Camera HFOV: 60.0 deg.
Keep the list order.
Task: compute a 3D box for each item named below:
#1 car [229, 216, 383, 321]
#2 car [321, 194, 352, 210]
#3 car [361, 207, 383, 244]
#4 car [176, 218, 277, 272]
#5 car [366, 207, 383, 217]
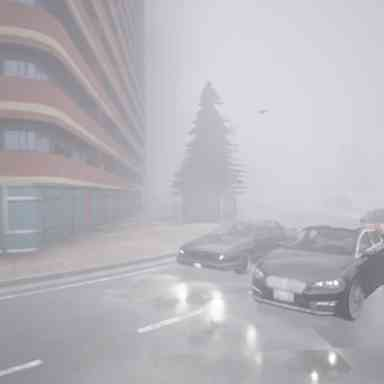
[{"bbox_3d":[3.198,1.519,7.534,2.128,1.511,4.902,-1,-1,42],"label":"car"},{"bbox_3d":[20.255,1.365,46.738,2.150,2.045,5.566,0,0,-3],"label":"car"},{"bbox_3d":[9.742,1.582,16.860,2.033,1.411,5.357,-1,0,27],"label":"car"},{"bbox_3d":[1.848,1.608,11.071,2.033,1.411,5.357,-1,0,40],"label":"car"},{"bbox_3d":[7.516,1.376,12.418,2.097,1.767,4.553,-1,0,31],"label":"car"}]
